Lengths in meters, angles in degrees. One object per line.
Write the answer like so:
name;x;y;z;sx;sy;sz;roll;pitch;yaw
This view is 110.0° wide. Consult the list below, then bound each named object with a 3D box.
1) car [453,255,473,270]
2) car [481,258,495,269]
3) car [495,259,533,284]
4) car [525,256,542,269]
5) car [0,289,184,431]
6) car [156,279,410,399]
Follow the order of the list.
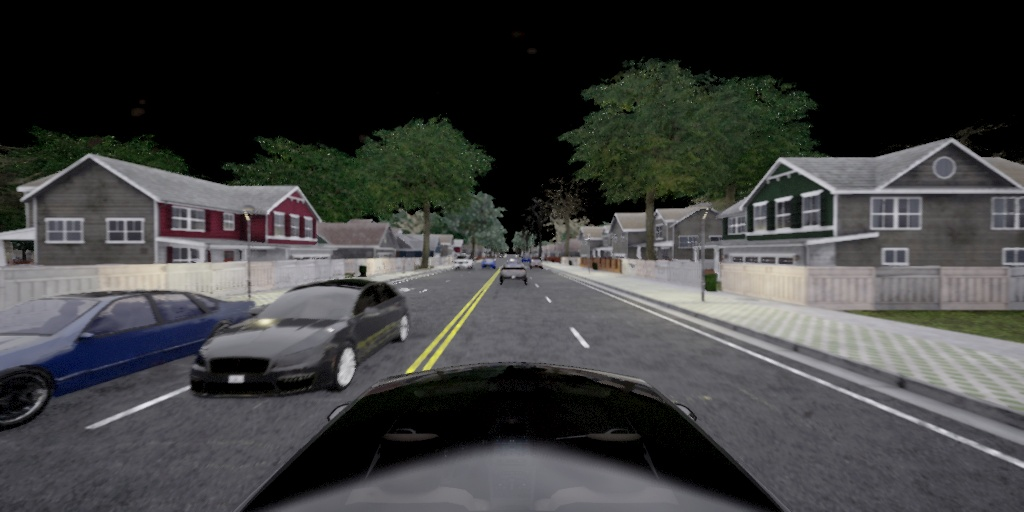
car;-6.566;0.832;48.855;2.150;2.045;5.566;0;0;0
car;-3.313;1.083;50.955;1.882;1.535;5.008;0;0;0
car;0.100;1.156;25.614;2.128;1.511;4.902;0;0;0
car;3.352;1.152;51.729;2.033;1.411;5.357;0;0;0
car;-6.600;1.282;5.787;2.033;1.411;5.357;0;0;0
car;-3.349;1.236;6.781;1.837;1.490;4.892;0;0;0
